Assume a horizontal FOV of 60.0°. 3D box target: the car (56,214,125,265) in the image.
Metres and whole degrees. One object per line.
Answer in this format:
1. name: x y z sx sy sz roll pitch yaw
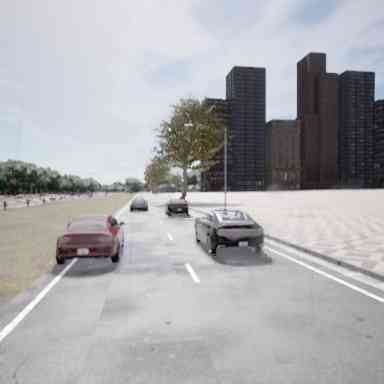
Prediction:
1. car: -3.368 1.485 11.535 1.812 1.442 4.674 0 0 -9

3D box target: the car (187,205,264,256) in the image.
1. car: 1.282 1.440 13.062 2.128 1.511 4.902 0 0 -9

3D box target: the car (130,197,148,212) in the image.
1. car: -5.989 1.457 37.695 1.994 1.385 4.181 0 0 -8

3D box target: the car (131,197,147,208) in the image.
1. car: -7.540 1.404 47.555 2.033 1.411 5.357 0 0 -9

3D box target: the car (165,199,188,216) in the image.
1. car: -1.468 1.381 31.376 1.882 1.535 5.008 0 0 -9
